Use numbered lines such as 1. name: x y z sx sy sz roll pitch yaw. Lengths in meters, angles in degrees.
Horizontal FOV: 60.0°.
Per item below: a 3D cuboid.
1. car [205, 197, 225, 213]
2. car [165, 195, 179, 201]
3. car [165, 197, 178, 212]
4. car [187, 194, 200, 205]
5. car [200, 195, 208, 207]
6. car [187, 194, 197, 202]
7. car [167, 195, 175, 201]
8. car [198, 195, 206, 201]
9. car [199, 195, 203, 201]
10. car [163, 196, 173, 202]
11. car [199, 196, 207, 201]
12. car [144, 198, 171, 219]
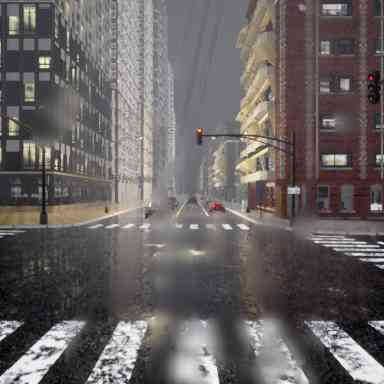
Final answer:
1. car: 2.754 1.591 37.209 1.802 1.307 4.206 0 0 0
2. car: -3.038 1.521 49.912 1.837 1.490 4.892 0 0 0
3. car: -3.070 1.574 39.497 1.994 1.385 4.181 0 0 1
4. car: 0.019 1.548 59.808 1.812 1.442 4.674 0 0 0
5. car: 2.707 1.567 50.126 2.008 1.369 4.403 0 0 0
6. car: 0.023 1.218 69.781 2.097 1.767 4.553 0 0 0
7. car: -5.662 1.595 89.669 1.887 1.381 4.507 0 0 0
8. car: 2.718 1.491 89.666 1.967 1.590 4.097 0 0 0
9. car: 2.709 1.571 55.774 2.008 1.369 4.403 0 0 0
10. car: -5.665 1.589 78.371 2.008 1.369 4.403 0 0 0
11. car: 2.716 1.626 84.017 1.802 1.307 4.206 0 0 0
12. car: -3.109 1.553 29.478 2.033 1.411 5.357 0 0 -4
